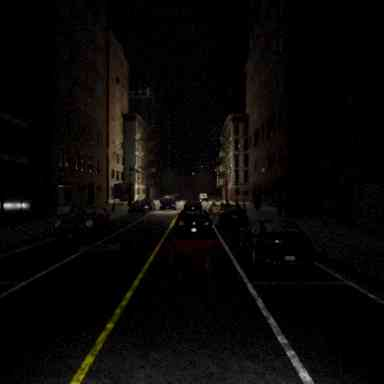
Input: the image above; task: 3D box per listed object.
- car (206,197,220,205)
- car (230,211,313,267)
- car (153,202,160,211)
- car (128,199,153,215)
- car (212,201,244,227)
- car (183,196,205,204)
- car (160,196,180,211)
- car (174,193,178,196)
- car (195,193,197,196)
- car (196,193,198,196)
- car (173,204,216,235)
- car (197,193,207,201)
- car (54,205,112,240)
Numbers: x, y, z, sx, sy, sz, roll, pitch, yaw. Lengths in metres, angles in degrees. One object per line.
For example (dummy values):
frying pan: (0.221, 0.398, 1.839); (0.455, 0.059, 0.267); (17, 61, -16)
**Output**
car: (2.639, 1.512, 34.031); (1.752, 1.417, 4.829); (0, 0, 0)
car: (2.638, 1.547, 11.136); (2.008, 1.369, 4.403); (0, 0, 0)
car: (-5.385, 1.534, 39.542); (2.008, 1.369, 4.403); (0, 0, 0)
car: (-5.386, 1.568, 33.860); (1.802, 1.307, 4.206); (0, 0, 0)
car: (2.639, 1.558, 22.499); (1.947, 1.339, 4.313); (0, 0, 0)
car: (0.100, 1.463, 35.332); (1.882, 1.535, 5.008); (0, 0, 0)
car: (-2.801, 1.508, 39.846); (1.812, 1.442, 4.674); (0, 0, 1)
car: (-5.405, 1.392, 88.043); (1.967, 1.590, 4.097); (0, 0, 0)
car: (2.650, 1.264, 93.449); (2.192, 1.841, 5.009); (0, 0, 0)
car: (2.647, 1.538, 82.637); (1.802, 1.307, 4.206); (0, 0, 0)
car: (0.097, 1.594, 18.732); (1.895, 1.301, 4.718); (0, 0, 0)
car: (2.643, 1.513, 71.825); (2.008, 1.369, 4.403); (0, 0, 0)
car: (-5.387, 1.434, 16.815); (1.967, 1.590, 4.097); (0, 0, 0)
